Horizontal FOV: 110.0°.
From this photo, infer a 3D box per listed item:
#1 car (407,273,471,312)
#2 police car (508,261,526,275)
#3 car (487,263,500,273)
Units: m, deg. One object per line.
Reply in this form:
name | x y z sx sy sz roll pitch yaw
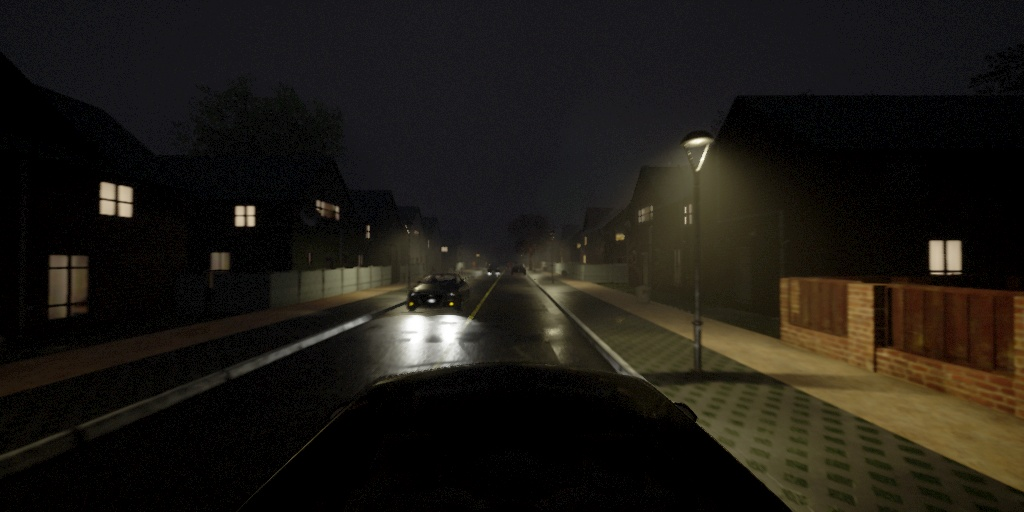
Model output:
car | -2.848 1.401 14.664 1.994 1.385 4.181 0 0 0
police car | 0.828 1.595 46.295 1.930 1.638 5.238 0 -1 0
car | -2.801 1.837 55.956 2.033 1.411 5.357 0 -1 1
